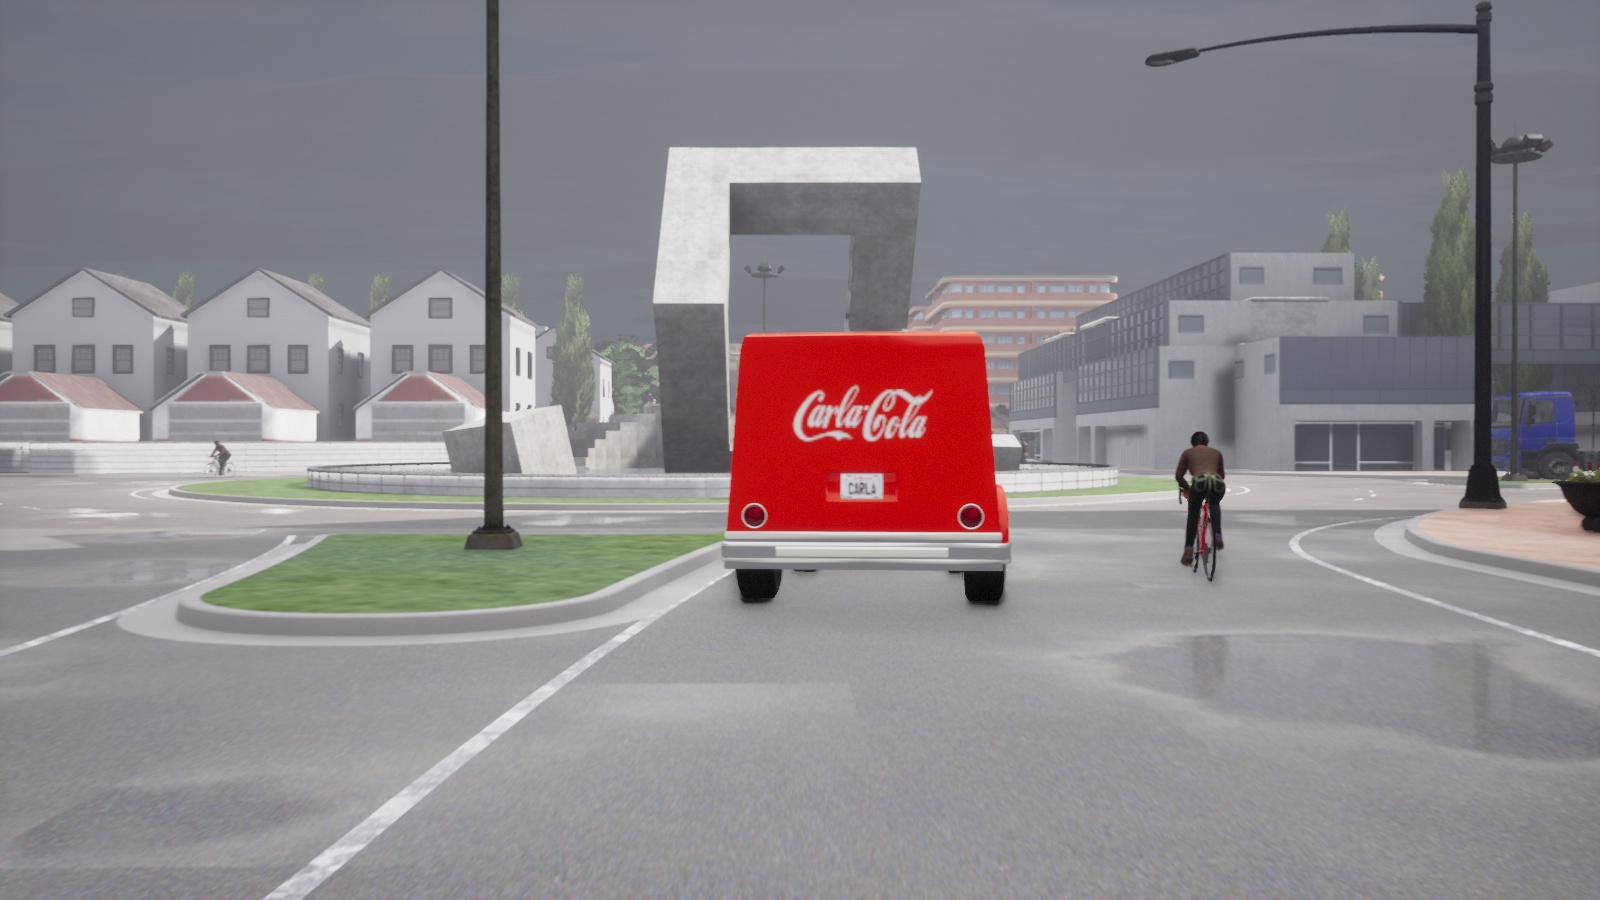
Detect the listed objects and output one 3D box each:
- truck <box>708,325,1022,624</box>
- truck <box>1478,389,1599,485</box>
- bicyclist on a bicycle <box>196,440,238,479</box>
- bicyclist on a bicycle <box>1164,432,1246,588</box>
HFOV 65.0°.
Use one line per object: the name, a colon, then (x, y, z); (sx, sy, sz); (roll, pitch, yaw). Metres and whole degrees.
truck: (0.809, 0.187, 13.098); (2.627, 2.467, 5.204); (0, 0, 6)
truck: (29.929, -0.473, 46.539); (7.936, 3.462, 2.891); (0, 0, 8)
bicyclist on a bicycle: (-24.795, 0.378, 53.430); (0.582, 1.620, 1.656); (1, 1, 24)
bicyclist on a bicycle: (4.479, 0.624, 13.976); (0.582, 1.620, 1.656); (0, 0, 8)
